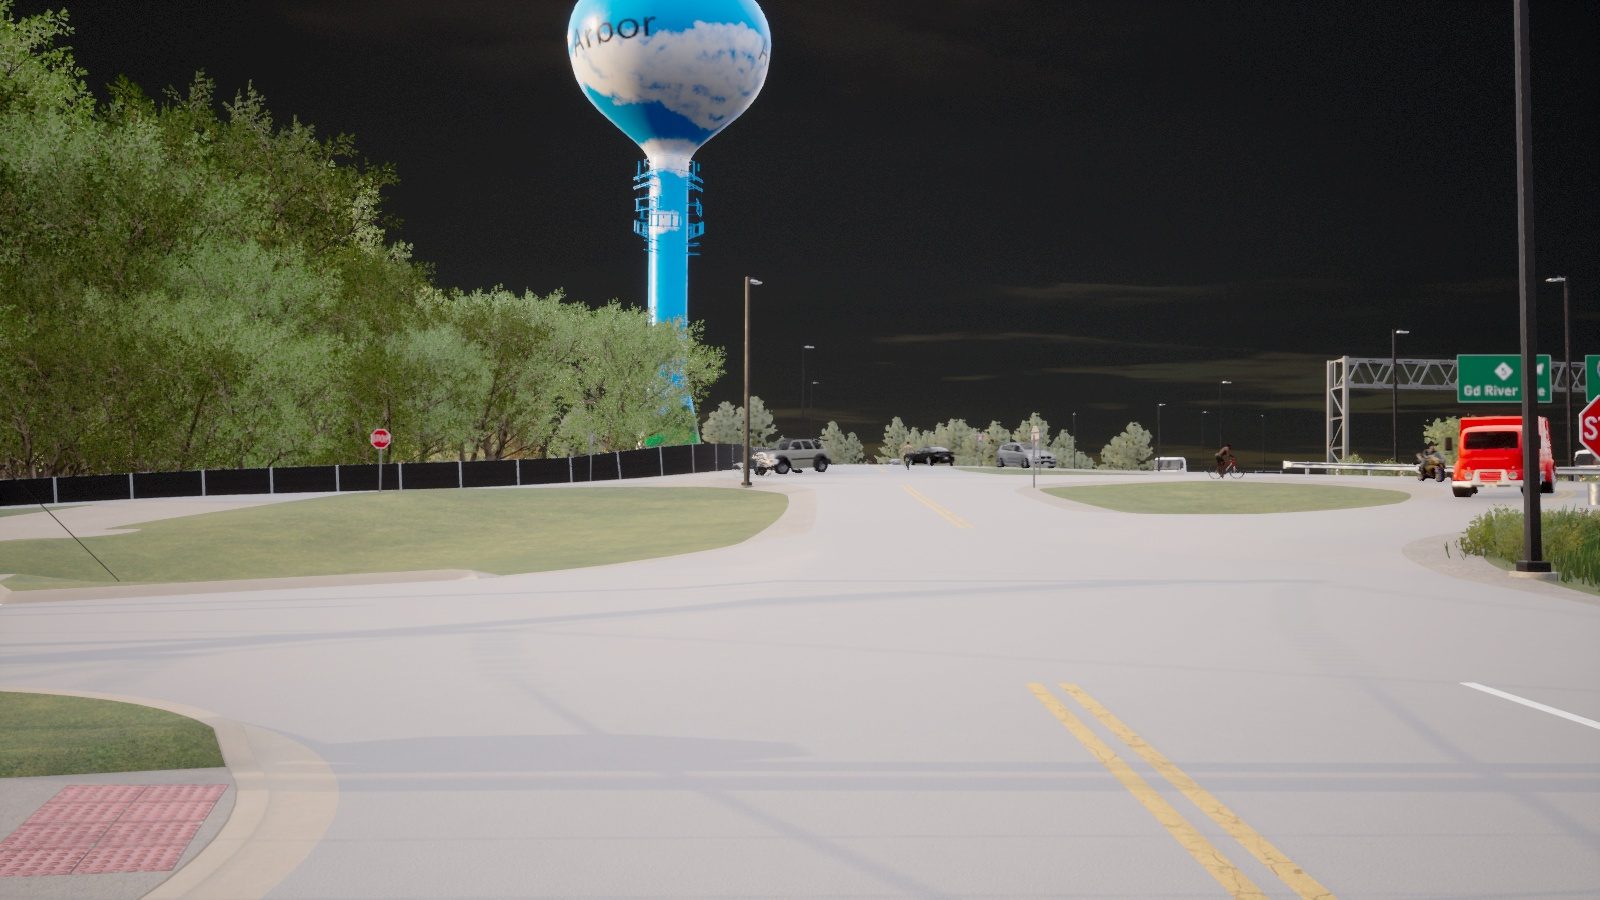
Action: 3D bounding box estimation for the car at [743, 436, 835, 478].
[{"bbox_3d":[-0.537,0.339,64.231,1.932,1.855,4.605,-3,0,44],"label":"car"}]

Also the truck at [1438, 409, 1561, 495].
[{"bbox_3d":[21.772,0.025,38.962,2.627,2.467,5.204,-2,0,36],"label":"truck"}]

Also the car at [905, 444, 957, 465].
[{"bbox_3d":[9.866,0.366,94.961,1.882,1.535,5.008,0,0,-21],"label":"car"}]

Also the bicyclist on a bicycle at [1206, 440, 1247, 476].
[{"bbox_3d":[19.379,0.369,57.076,1.656,1.620,0.582,-1,0,0],"label":"bicyclist on a bicycle"}]

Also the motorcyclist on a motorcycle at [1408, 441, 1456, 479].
[{"bbox_3d":[26.007,0.398,51.689,0.866,1.530,2.191,-1,0,1],"label":"motorcyclist on a motorcycle"}]

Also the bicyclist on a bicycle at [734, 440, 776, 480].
[{"bbox_3d":[-2.107,0.457,58.863,1.843,1.776,0.659,-2,2,4],"label":"bicyclist on a bicycle"}]

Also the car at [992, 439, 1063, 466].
[{"bbox_3d":[14.550,0.174,80.562,2.242,1.667,4.611,0,0,-23],"label":"car"}]
